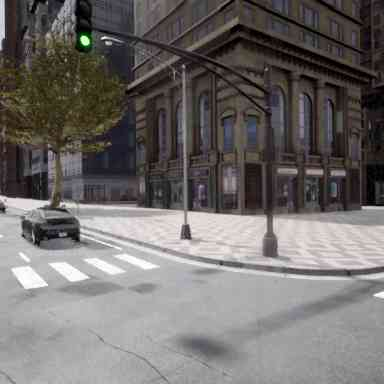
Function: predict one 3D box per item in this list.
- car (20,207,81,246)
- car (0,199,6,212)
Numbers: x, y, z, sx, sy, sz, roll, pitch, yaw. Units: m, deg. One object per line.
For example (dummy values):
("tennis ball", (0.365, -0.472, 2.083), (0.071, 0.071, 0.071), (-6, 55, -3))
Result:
("car", (-6.623, 1.466, 15.388), (1.837, 1.490, 4.892), (-1, 1, -36))
("car", (-21.624, 1.464, 36.366), (2.033, 1.411, 5.357), (-1, 1, -36))
